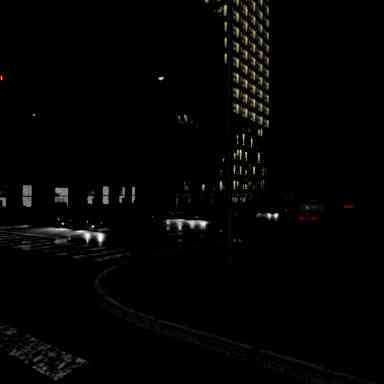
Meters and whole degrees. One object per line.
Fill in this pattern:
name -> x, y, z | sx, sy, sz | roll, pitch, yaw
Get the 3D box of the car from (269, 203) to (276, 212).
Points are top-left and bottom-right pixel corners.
car -> 13.301, 2.421, 51.898 | 2.128, 1.511, 4.902 | 0, -1, 33

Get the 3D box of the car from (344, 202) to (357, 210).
car -> 31.303, 2.789, 65.816 | 1.882, 1.535, 5.008 | 0, -1, 33

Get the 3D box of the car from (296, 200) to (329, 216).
car -> 16.032, 2.065, 44.041 | 2.150, 2.045, 5.566 | 0, -1, 35

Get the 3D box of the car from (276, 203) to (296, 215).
car -> 13.730, 2.418, 46.440 | 1.994, 1.385, 4.181 | 0, -1, 33

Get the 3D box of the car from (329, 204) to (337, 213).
car -> 21.755, 2.596, 53.030 | 1.994, 1.385, 4.181 | 0, -1, 33

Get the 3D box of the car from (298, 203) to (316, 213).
car -> 19.019, 2.554, 54.785 | 1.812, 1.442, 4.674 | 0, -1, 33

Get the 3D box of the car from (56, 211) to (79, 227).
car -> -7.597, 1.873, 25.500 | 2.033, 1.411, 5.357 | 0, -1, 33

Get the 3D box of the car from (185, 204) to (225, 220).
car -> 1.892, 2.100, 34.277 | 2.033, 1.411, 5.357 | 0, -1, 33

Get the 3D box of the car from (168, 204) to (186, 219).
car -> -0.668, 2.059, 36.297 | 1.837, 1.490, 4.892 | 0, -1, 33

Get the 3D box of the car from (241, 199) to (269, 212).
car -> 9.652, 2.120, 52.262 | 2.150, 2.045, 5.566 | 0, -1, 33

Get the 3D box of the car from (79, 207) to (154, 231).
car -> -4.940, 1.874, 23.622 | 2.033, 1.411, 5.357 | 0, -1, 33

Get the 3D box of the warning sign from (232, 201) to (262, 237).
warning sign -> 3.068, 1.454, 18.571 | 1.300, 1.860, 1.060 | 1, 1, 33
